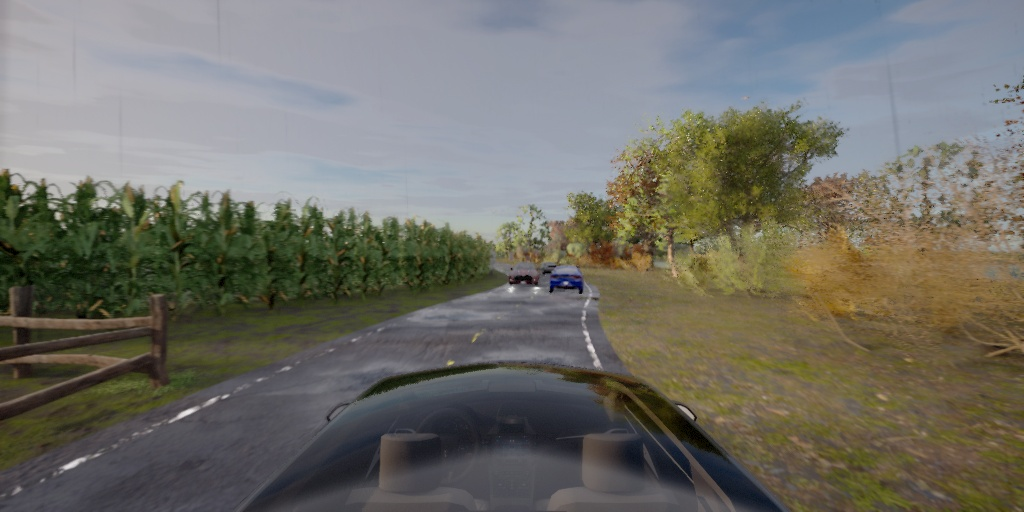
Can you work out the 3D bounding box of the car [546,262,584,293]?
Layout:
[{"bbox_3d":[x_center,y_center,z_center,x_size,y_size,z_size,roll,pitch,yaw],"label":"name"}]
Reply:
[{"bbox_3d":[3.401,1.358,22.178,1.882,1.535,5.008,1,0,10],"label":"car"}]

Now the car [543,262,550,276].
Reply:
[{"bbox_3d":[4.080,1.460,40.935,1.837,1.490,4.892,1,0,-4],"label":"car"}]

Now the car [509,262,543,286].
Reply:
[{"bbox_3d":[0.993,1.225,26.492,2.097,1.767,4.553,1,0,6],"label":"car"}]
